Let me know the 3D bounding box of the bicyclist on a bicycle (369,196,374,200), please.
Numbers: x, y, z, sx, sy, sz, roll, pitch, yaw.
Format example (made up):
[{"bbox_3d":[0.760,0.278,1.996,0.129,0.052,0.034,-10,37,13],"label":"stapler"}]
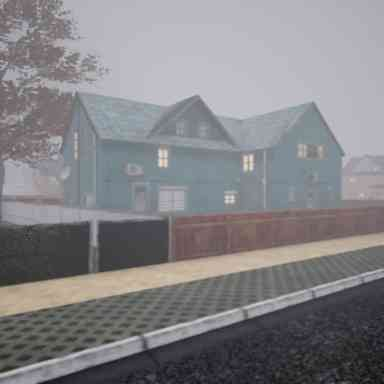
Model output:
[{"bbox_3d":[21.313,1.261,39.520,1.656,1.620,0.582,-1,1,-36],"label":"bicyclist on a bicycle"}]
